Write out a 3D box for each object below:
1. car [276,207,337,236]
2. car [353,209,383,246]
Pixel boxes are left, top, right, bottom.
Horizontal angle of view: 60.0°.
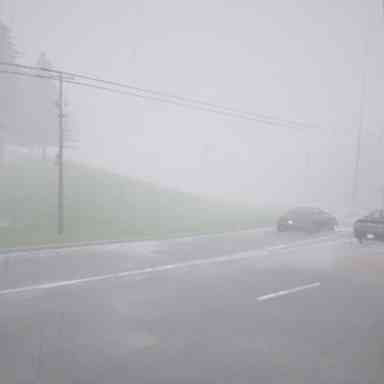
[{"bbox_3d":[6.375,1.503,18.314,1.994,1.385,4.181,0,0,43],"label":"car"},{"bbox_3d":[8.736,1.453,13.912,4.902,1.511,2.128,0,0,-34],"label":"car"}]
